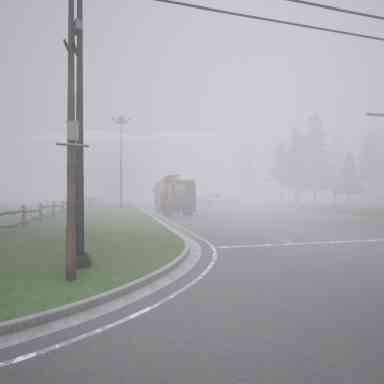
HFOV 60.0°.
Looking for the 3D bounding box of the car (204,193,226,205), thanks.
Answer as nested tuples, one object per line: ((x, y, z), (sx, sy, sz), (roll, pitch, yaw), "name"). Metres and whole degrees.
((3.545, 1.221, 57.122), (2.150, 2.045, 5.566), (0, 0, -13), "car")

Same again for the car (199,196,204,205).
((0.063, 1.352, 56.647), (2.097, 1.767, 4.553), (0, 0, -13), "car")

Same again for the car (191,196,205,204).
((1.171, 1.564, 67.393), (1.994, 1.385, 4.181), (0, 0, -13), "car")

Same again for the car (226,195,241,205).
((6.901, 1.352, 58.145), (2.097, 1.767, 4.553), (0, 0, -13), "car")

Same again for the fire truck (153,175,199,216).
((-1.954, 0.342, 34.329), (2.891, 3.827, 8.468), (0, 0, -13), "fire truck")
